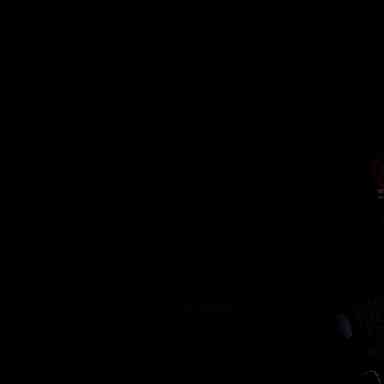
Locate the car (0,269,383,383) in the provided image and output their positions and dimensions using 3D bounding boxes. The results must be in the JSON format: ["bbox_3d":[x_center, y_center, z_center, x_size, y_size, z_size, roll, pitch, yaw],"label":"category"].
[{"bbox_3d":[0.001,1.543,3.019,5.357,1.411,2.033,0,0,-35],"label":"car"}]
